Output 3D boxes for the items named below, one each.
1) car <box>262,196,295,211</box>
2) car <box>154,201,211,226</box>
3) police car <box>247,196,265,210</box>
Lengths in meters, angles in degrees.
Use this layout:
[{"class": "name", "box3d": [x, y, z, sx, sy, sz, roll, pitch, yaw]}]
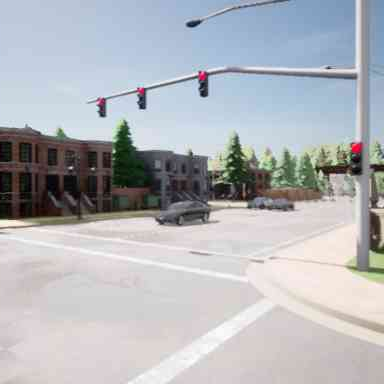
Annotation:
[{"class": "car", "box3d": [9.964, 1.426, 37.192, 1.994, 1.385, 4.181, 0, 0, 36]}, {"class": "car", "box3d": [-0.549, 1.421, 23.055, 1.837, 1.490, 4.892, 0, 1, 36]}, {"class": "police car", "box3d": [8.457, 1.351, 41.046, 2.038, 1.542, 4.974, 0, 0, 36]}]
